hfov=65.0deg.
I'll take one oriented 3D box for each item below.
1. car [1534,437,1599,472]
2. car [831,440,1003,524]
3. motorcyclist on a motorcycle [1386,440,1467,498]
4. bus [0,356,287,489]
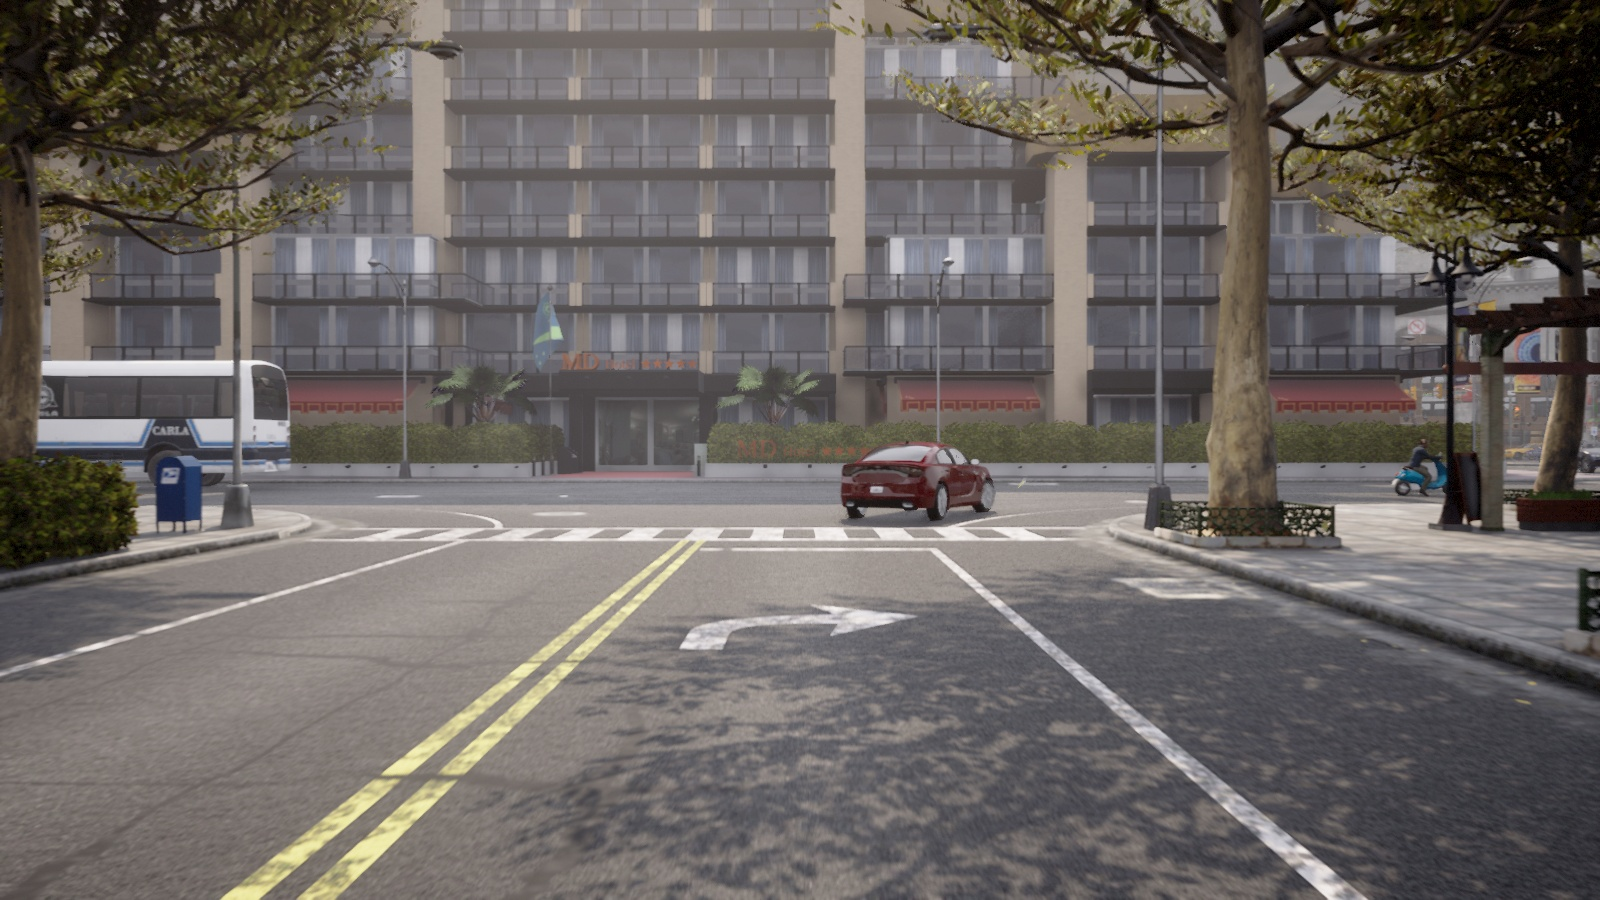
[{"bbox_3d":[38.538,0.209,61.602,2.152,1.651,5.027,0,0,0],"label":"car"},{"bbox_3d":[2.529,0.581,25.736,1.882,1.535,5.008,0,0,26],"label":"car"},{"bbox_3d":[17.443,0.517,34.999,1.817,1.590,0.866,0,0,0],"label":"motorcyclist on a motorcycle"},{"bbox_3d":[-23.138,-0.886,42.055,10.273,4.253,3.944,0,0,0],"label":"bus"}]
